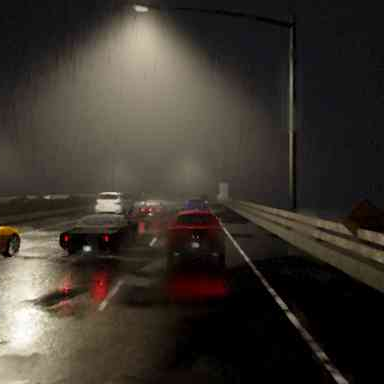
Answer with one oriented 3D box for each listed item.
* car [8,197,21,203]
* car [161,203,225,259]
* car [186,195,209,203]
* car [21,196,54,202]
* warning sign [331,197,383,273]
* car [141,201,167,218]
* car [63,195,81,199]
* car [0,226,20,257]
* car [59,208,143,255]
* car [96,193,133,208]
[{"bbox_3d":[-23.916,1.320,46.588,1.994,1.385,4.181,0,0,2],"label":"car"},{"bbox_3d":[0.139,1.404,12.359,1.882,1.535,5.008,0,1,1],"label":"car"},{"bbox_3d":[0.405,1.303,31.368,1.882,1.535,5.008,0,0,1],"label":"car"},{"bbox_3d":[-20.465,1.254,45.022,2.128,1.511,4.902,0,0,2],"label":"car"},{"bbox_3d":[4.563,1.063,8.761,1.300,1.860,1.060,-1,-1,0],"label":"warning sign"},{"bbox_3d":[-3.163,1.444,28.099,1.895,1.301,4.718,0,0,1],"label":"car"},{"bbox_3d":[-16.904,1.230,47.023,1.882,1.535,5.008,0,0,2],"label":"car"},{"bbox_3d":[-6.903,1.420,9.512,1.882,1.535,5.008,0,1,1],"label":"car"},{"bbox_3d":[-3.355,1.524,12.981,1.895,1.301,4.718,0,0,1],"label":"car"},{"bbox_3d":[-6.647,1.060,28.897,2.150,2.045,5.566,0,0,1],"label":"car"}]
